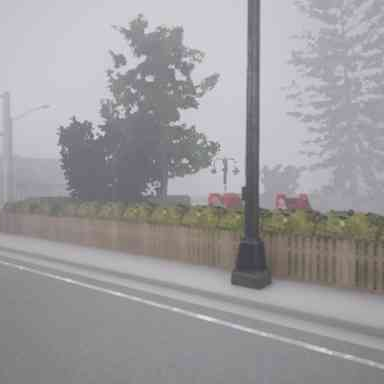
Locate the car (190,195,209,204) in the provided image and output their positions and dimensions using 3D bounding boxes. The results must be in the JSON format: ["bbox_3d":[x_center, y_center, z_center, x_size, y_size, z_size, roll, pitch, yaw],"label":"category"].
[{"bbox_3d":[0.968,1.191,55.233,1.882,1.535,5.008,1,0,35],"label":"car"}]
